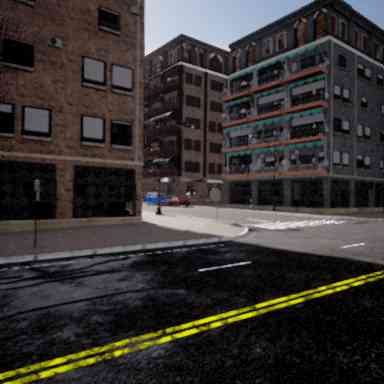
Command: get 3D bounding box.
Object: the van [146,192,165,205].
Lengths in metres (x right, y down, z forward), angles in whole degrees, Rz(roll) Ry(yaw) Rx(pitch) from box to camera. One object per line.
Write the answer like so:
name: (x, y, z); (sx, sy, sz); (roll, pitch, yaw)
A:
van: (-5.308, 0.980, 48.964); (1.690, 1.788, 3.998); (2, 0, -37)

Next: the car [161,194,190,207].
car: (-1.863, 1.309, 44.522); (1.802, 1.307, 4.206); (2, 0, -37)
